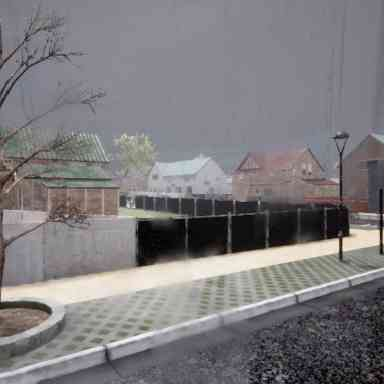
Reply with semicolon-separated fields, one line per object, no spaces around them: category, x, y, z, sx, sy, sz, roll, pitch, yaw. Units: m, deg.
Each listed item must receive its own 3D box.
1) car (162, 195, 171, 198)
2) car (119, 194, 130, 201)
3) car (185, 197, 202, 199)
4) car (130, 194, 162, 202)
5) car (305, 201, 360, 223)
car;-4.654;1.106;49.948;2.033;1.411;5.357;0;1;-34
car;-12.996;1.001;62.175;1.895;1.301;4.718;0;1;-34
car;0.214;1.248;37.570;2.033;1.411;5.357;0;1;-34
car;-6.697;1.072;47.781;1.837;1.490;4.892;0;2;-34
car;9.545;1.397;23.879;1.812;1.442;4.674;0;1;-34
